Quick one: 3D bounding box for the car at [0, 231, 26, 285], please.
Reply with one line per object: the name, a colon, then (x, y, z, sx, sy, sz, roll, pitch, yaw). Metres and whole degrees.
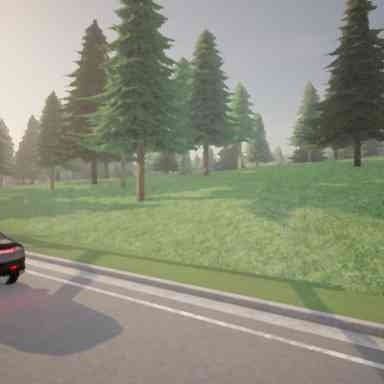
car: (-6.014, 1.463, 8.174, 4.902, 1.511, 2.128, 0, 0, 36)
